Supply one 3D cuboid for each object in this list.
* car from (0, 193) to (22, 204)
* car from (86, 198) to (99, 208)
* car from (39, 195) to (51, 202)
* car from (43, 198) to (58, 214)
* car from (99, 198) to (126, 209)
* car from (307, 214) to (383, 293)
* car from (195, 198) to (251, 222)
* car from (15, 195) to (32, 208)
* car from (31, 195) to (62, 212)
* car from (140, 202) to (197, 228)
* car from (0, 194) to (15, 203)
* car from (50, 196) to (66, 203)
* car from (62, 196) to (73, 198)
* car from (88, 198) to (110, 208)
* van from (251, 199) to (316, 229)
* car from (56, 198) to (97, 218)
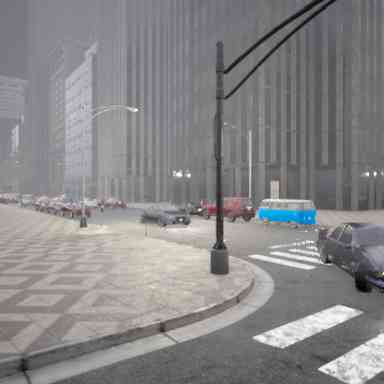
[{"bbox_3d":[-34.065,1.303,62.472,2.192,1.841,5.009,0,0,-36],"label":"car"},{"bbox_3d":[-14.384,1.553,45.278,1.812,1.442,4.674,0,0,-36],"label":"car"},{"bbox_3d":[-33.955,1.490,76.761,1.752,1.417,4.829,1,0,-35],"label":"car"},{"bbox_3d":[-14.072,1.610,35.173,1.802,1.307,4.206,0,0,-36],"label":"car"},{"bbox_3d":[-10.511,1.472,44.741,1.967,1.590,4.097,0,0,-36],"label":"car"},{"bbox_3d":[4.896,1.559,9.078,2.033,1.411,5.357,0,0,7],"label":"car"},{"bbox_3d":[2.819,1.359,26.541,2.192,1.841,5.009,0,0,-36],"label":"car"},{"bbox_3d":[-24.068,1.567,48.822,2.008,1.369,4.403,0,0,-36],"label":"car"},{"bbox_3d":[-17.404,1.465,39.723,1.967,1.590,4.097,0,0,-36],"label":"car"},{"bbox_3d":[-1.879,1.604,22.871,1.994,1.385,4.181,0,0,-36],"label":"car"},{"bbox_3d":[-37.397,1.290,67.022,2.192,1.841,5.009,0,0,-36],"label":"car"},{"bbox_3d":[-27.275,1.519,67.631,1.752,1.417,4.829,0,0,-36],"label":"car"},{"bbox_3d":[-15.656,1.533,41.753,1.837,1.490,4.892,0,-1,-36],"label":"car"},{"bbox_3d":[-13.845,1.610,49.291,1.802,1.307,4.206,0,0,-36],"label":"car"},{"bbox_3d":[6.153,1.387,21.990,1.690,1.788,3.998,0,0,-36],"label":"van"},{"bbox_3d":[-10.739,1.576,30.623,1.887,1.381,4.507,0,0,-36],"label":"car"}]
